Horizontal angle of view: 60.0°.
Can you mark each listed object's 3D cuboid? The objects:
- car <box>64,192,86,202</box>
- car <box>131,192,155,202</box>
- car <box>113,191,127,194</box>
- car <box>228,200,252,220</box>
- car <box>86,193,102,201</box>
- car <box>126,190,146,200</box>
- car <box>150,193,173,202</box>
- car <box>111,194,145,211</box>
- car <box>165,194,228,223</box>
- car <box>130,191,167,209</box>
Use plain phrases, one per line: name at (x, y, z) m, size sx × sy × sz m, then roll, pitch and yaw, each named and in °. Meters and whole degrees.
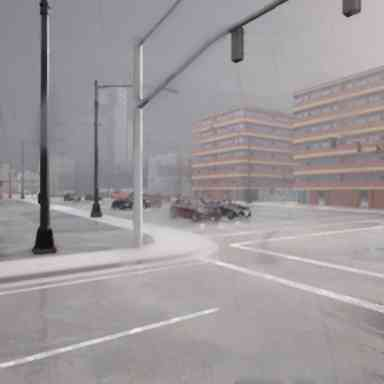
car at (-19.348, 0.791, 53.676) m, size 2.128 × 1.511 × 4.902 m, roll 0°, pitch 1°, yaw -34°
car at (-8.326, 0.869, 56.156) m, size 2.128 × 1.511 × 4.902 m, roll 0°, pitch 1°, yaw -34°
car at (-14.185, 0.566, 64.748) m, size 2.097 × 1.767 × 4.553 m, roll 0°, pitch 1°, yaw -34°
car at (2.776, 1.366, 27.262) m, size 2.128 × 1.511 × 4.902 m, roll 0°, pitch 1°, yaw -35°
car at (-16.508, 0.863, 55.724) m, size 1.994 × 1.385 × 4.181 m, roll 0°, pitch 1°, yaw -34°
car at (-11.293, 0.568, 66.720) m, size 2.097 × 1.767 × 4.553 m, roll 0°, pitch 1°, yaw -34°
car at (-5.434, 0.884, 58.128) m, size 1.837 × 1.490 × 4.892 m, roll 0°, pitch 1°, yaw -34°
car at (-7.056, 1.250, 35.484) m, size 1.994 × 1.385 × 4.181 m, roll 0°, pitch 1°, yaw -34°
car at (0.210, 1.234, 24.817) m, size 2.097 × 1.767 × 4.553 m, roll 0°, pitch 1°, yaw -34°
car at (-5.339, 1.007, 39.168) m, size 2.097 × 1.767 × 4.553 m, roll 0°, pitch 1°, yaw -35°
